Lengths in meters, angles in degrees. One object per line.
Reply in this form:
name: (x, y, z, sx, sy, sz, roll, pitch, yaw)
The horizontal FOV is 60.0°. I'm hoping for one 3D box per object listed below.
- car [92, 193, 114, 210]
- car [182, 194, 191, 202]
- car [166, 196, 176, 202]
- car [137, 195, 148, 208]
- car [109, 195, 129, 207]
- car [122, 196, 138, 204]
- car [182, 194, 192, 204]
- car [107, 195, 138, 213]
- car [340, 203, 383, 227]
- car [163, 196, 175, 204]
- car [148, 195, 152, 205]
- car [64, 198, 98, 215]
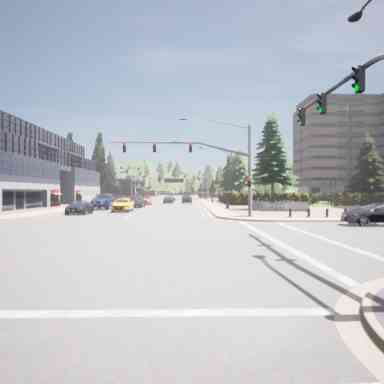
car: (-11.375, 1.212, 42.778, 2.150, 2.045, 5.566, 0, 0, -1)
car: (-1.213, 1.339, 74.976, 2.097, 1.767, 4.553, 0, 0, -1)
car: (-4.718, 1.493, 75.222, 1.895, 1.301, 4.718, 0, 0, -1)
car: (-7.929, 1.342, 47.054, 2.097, 1.767, 4.553, 0, 0, -1)
car: (-11.499, 1.341, 52.678, 2.097, 1.767, 4.553, 0, 0, -1)
car: (-11.595, 1.478, 62.936, 2.128, 1.511, 4.902, 0, 0, 0)
car: (-0.976, 1.491, 64.910, 1.837, 1.490, 4.892, 0, 0, -1)
car: (-7.806, 1.469, 37.817, 1.882, 1.535, 5.008, 0, 0, -1)
car: (12.502, 1.487, 22.191, 4.902, 1.511, 2.128, 0, 0, -1)
car: (-4.573, 1.533, 64.587, 2.033, 1.411, 5.357, 0, 0, -1)
car: (-8.050, 1.340, 57.168, 2.097, 1.767, 4.553, 0, 0, -1)
car: (-11.242, 1.557, 33.426, 1.994, 1.385, 4.181, 0, 0, -1)
